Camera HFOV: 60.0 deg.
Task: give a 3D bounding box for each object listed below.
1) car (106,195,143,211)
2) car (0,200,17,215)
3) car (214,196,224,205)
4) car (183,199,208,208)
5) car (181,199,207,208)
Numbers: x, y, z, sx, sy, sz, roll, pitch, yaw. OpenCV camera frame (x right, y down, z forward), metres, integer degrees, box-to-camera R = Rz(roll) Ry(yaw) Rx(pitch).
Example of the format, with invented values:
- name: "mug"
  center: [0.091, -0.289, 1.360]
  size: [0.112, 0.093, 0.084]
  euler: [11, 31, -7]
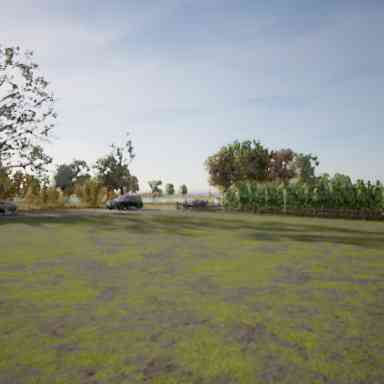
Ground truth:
- name: "car"
  center: [-9.143, 1.477, 45.659]
  size: [2.150, 2.045, 5.566]
  euler: [-1, -1, 35]
- name: "car"
  center: [-19.200, 1.488, 31.359]
  size: [2.128, 1.511, 4.902]
  euler: [-1, -1, 35]
- name: "car"
  center: [6.295, 1.799, 62.675]
  size: [2.150, 2.045, 5.566]
  euler: [-1, -1, 35]
- name: "car"
  center: [0.674, 1.951, 59.457]
  size: [2.128, 1.511, 4.902]
  euler: [-1, -1, 35]
- name: "car"
  center: [0.336, 1.966, 54.106]
  size: [2.033, 1.411, 5.357]
  euler: [-1, -1, 36]
